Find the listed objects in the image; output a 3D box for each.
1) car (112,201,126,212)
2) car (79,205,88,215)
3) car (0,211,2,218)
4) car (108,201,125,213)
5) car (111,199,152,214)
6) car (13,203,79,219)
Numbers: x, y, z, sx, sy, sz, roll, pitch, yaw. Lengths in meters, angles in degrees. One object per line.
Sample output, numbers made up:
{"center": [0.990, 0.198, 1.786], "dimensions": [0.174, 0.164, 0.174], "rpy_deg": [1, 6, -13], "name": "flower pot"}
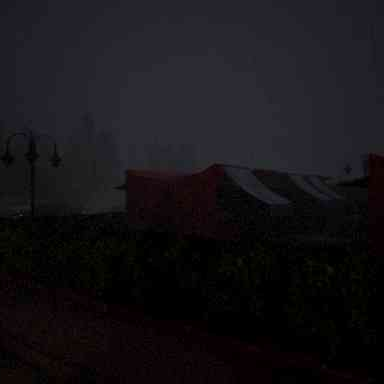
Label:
{"center": [-3.851, 1.684, 26.920], "dimensions": [1.812, 1.442, 4.674], "rpy_deg": [0, 0, 36], "name": "car"}
{"center": [-12.521, 1.781, 33.185], "dimensions": [1.994, 1.385, 4.181], "rpy_deg": [0, 0, 36], "name": "car"}
{"center": [-17.458, 1.782, 26.380], "dimensions": [1.994, 1.385, 4.181], "rpy_deg": [0, 0, 36], "name": "car"}
{"center": [-6.666, 1.675, 35.314], "dimensions": [1.882, 1.535, 5.008], "rpy_deg": [0, 0, 36], "name": "car"}
{"center": [-7.253, 1.694, 40.471], "dimensions": [1.882, 1.535, 5.008], "rpy_deg": [0, 0, 36], "name": "car"}
{"center": [-12.231, 1.703, 27.618], "dimensions": [1.837, 1.490, 4.892], "rpy_deg": [0, 0, 36], "name": "car"}
